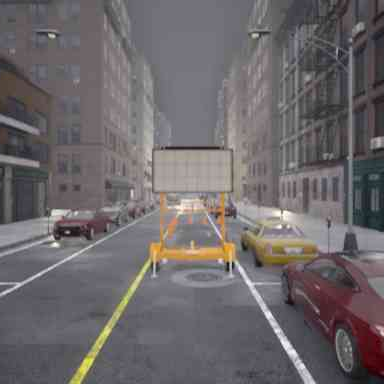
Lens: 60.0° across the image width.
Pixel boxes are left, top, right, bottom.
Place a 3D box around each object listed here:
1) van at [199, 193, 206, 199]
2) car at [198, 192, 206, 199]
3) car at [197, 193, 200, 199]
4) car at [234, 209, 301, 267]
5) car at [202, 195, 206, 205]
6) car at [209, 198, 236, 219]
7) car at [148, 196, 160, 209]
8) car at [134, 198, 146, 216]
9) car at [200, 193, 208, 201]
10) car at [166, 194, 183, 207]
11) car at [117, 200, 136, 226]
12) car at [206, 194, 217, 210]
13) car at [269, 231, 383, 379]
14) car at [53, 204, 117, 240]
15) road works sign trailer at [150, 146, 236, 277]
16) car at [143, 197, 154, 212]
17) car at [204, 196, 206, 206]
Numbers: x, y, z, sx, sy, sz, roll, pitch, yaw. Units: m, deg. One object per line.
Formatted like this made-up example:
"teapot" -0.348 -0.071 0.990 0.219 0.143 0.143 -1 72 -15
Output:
"van" 2.873 1.043 88.703 1.690 1.788 3.998 0 0 0
"car" 2.880 0.998 94.207 2.192 1.841 5.009 0 0 0
"car" 2.860 1.055 77.696 2.192 1.841 5.009 0 0 0
"car" 2.660 1.489 11.035 1.752 1.417 4.829 0 0 0
"car" 2.729 1.402 44.959 2.008 1.369 4.403 0 0 0
"car" 2.694 1.453 27.912 1.887 1.381 4.507 0 0 0
"car" -5.307 1.311 39.292 1.967 1.590 4.097 0 0 0
"car" -5.331 1.453 27.928 1.887 1.381 4.507 0 0 0
"car" 2.741 1.147 50.640 2.192 1.841 5.009 0 0 0
"car" -2.693 1.384 49.540 2.033 1.411 5.357 0 0 1
"car" -5.342 1.478 22.245 2.008 1.369 4.403 0 0 0
"car" 2.706 1.330 33.594 1.967 1.590 4.097 0 0 0
"car" 2.648 1.565 5.183 1.802 1.307 4.206 0 0 0
"car" -5.354 1.491 16.563 1.887 1.381 4.507 0 0 0
"road works sign trailer" 0.021 0.431 10.053 2.380 3.560 2.880 0 0 0
"car" -5.319 1.456 33.610 1.947 1.339 4.313 0 0 0
"car" 2.718 1.415 39.276 1.887 1.381 4.507 0 0 0
